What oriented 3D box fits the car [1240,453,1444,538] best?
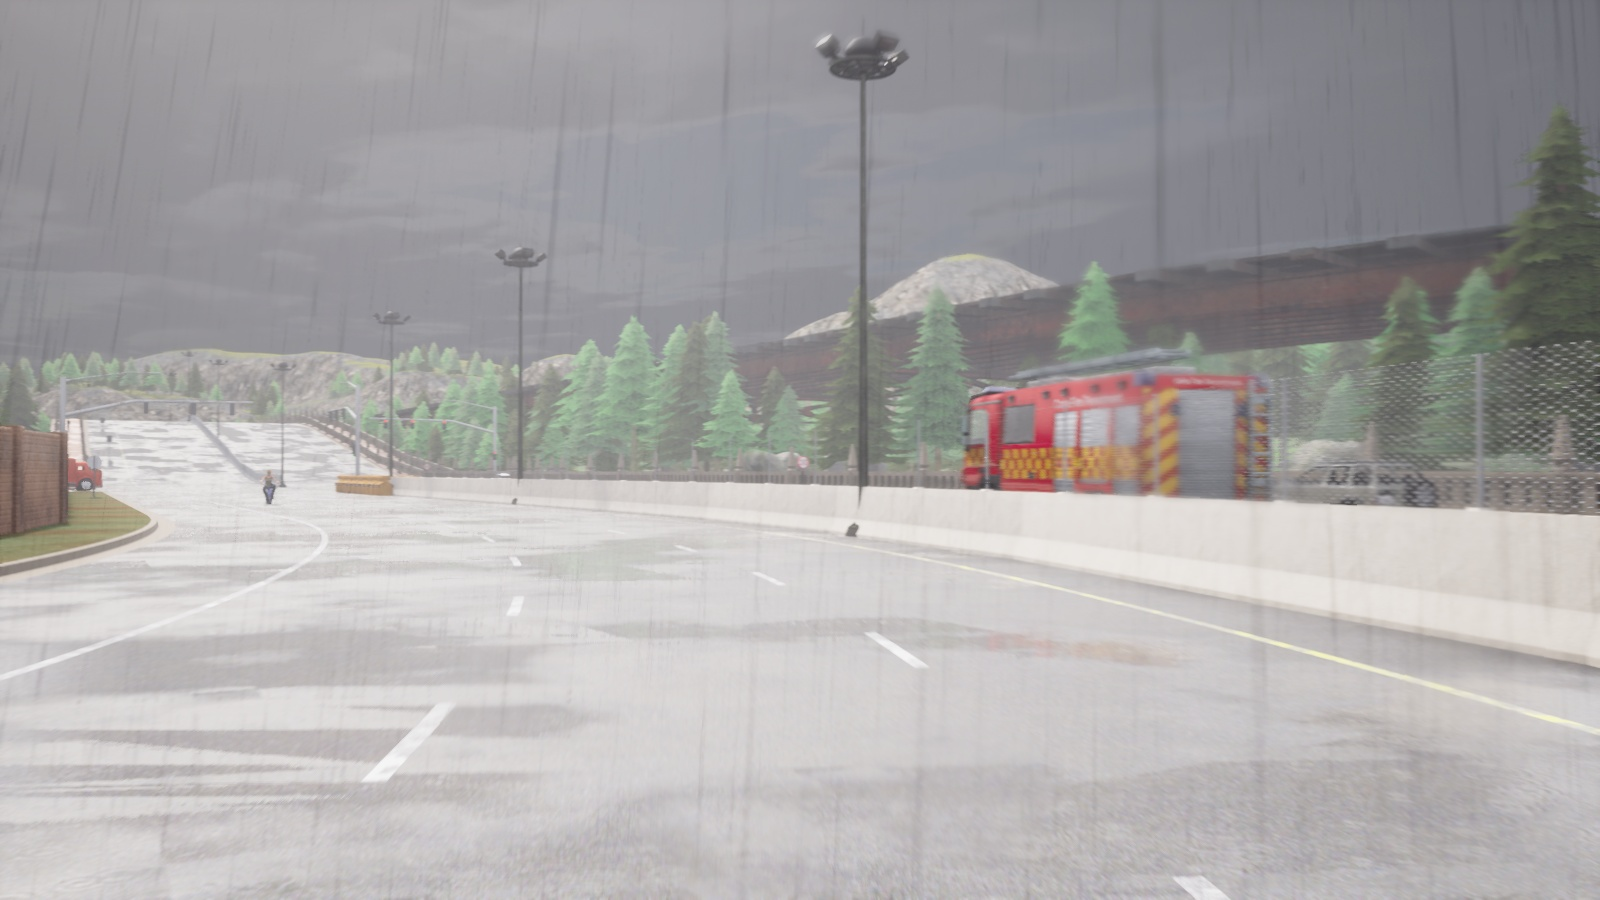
[{"bbox_3d":[12.750,1.028,29.890,1.932,1.855,4.605,0,-1,-17],"label":"car"}]

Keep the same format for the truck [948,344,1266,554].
[{"bbox_3d":[6.211,0.056,27.351,2.891,3.827,8.468,0,-1,-16],"label":"truck"}]
